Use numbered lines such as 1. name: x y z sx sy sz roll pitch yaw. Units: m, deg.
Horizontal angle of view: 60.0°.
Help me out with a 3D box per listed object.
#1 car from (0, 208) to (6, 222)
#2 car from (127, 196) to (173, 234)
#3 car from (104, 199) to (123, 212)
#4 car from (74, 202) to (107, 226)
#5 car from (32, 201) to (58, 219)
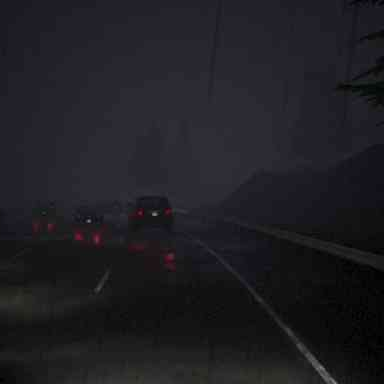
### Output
1. car: -14.451 1.513 23.148 1.882 1.535 5.008 0 0 -17
2. car: -2.511 1.222 19.415 2.150 2.045 5.566 0 0 -13
3. car: -9.291 1.540 38.222 1.812 1.442 4.674 0 0 -25
4. car: -7.387 1.615 23.889 1.895 1.301 4.718 0 0 -17
5. car: -13.198 1.521 29.894 2.128 1.511 4.902 0 0 -22
